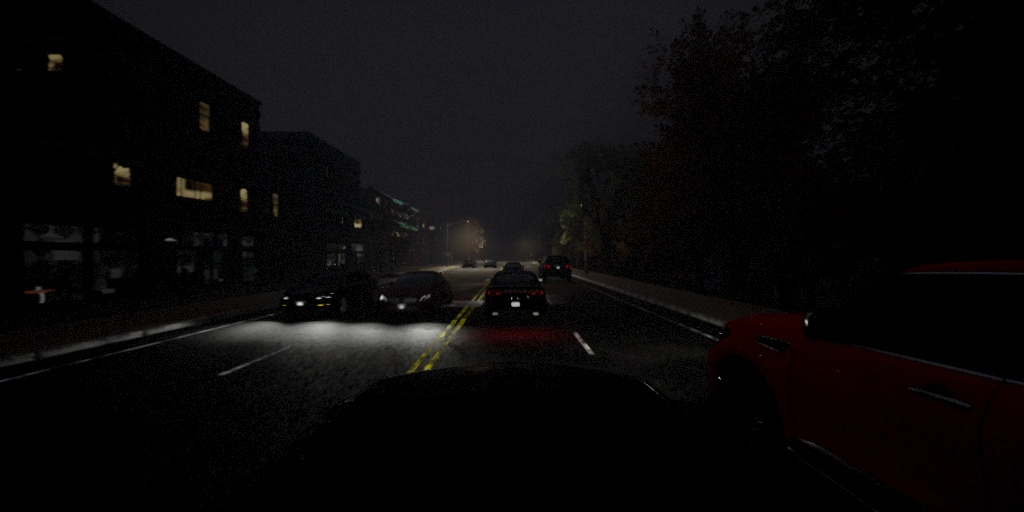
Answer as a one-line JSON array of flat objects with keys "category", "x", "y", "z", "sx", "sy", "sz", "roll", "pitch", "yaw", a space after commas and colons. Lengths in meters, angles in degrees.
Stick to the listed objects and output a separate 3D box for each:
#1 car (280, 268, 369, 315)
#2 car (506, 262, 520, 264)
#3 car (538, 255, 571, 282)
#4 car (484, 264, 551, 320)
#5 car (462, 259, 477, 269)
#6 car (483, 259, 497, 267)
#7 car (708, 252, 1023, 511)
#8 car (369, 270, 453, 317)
[{"category": "car", "x": -6.601, "y": 1.239, "z": 13.586, "sx": 1.837, "sy": 1.490, "sz": 4.892, "roll": 0, "pitch": 0, "yaw": 0}, {"category": "car", "x": 0.100, "y": 1.236, "z": 30.555, "sx": 1.812, "sy": 1.442, "sz": 4.674, "roll": 0, "pitch": 0, "yaw": 0}, {"category": "car", "x": 3.350, "y": 0.934, "z": 28.697, "sx": 2.150, "sy": 2.045, "sz": 5.566, "roll": 0, "pitch": 0, "yaw": 0}, {"category": "car", "x": 0.101, "y": 1.213, "z": 12.623, "sx": 1.882, "sy": 1.535, "sz": 5.008, "roll": 0, "pitch": 0, "yaw": 0}, {"category": "car", "x": -6.567, "y": 1.180, "z": 55.250, "sx": 1.837, "sy": 1.490, "sz": 4.892, "roll": 0, "pitch": 0, "yaw": 0}, {"category": "car", "x": -3.315, "y": 1.223, "z": 55.279, "sx": 2.033, "sy": 1.411, "sz": 5.357, "roll": 0, "pitch": 0, "yaw": 1}, {"category": "car", "x": 3.360, "y": 0.971, "z": 1.839, "sx": 2.150, "sy": 2.045, "sz": 5.566, "roll": 0, "pitch": 0, "yaw": 0}, {"category": "car", "x": -3.352, "y": 1.260, "z": 13.197, "sx": 1.812, "sy": 1.442, "sz": 4.674, "roll": 0, "pitch": 0, "yaw": 0}]
